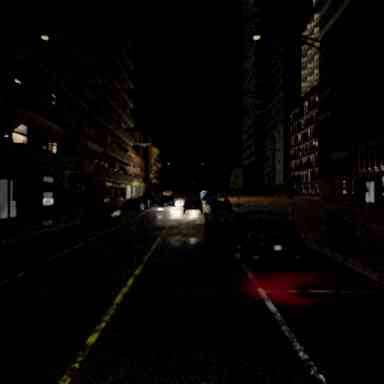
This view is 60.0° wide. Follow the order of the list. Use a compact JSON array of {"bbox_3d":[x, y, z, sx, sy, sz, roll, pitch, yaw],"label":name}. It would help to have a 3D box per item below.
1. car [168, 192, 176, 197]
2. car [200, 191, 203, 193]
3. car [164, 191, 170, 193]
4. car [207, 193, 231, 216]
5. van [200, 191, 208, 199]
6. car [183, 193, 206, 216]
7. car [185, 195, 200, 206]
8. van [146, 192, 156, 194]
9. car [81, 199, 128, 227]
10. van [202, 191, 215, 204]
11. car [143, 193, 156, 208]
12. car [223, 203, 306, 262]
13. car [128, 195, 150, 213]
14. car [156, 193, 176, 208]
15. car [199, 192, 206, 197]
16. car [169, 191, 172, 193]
[{"bbox_3d":[-5.507,0.684,93.550,1.887,1.381,4.507,1,1,0],"label":"car"},{"bbox_3d":[2.812,1.025,60.117,1.802,1.307,4.206,1,1,0],"label":"car"},{"bbox_3d":[-5.568,0.992,60.133,2.008,1.369,4.403,1,1,0],"label":"car"},{"bbox_3d":[2.762,1.139,32.269,1.967,1.590,4.097,1,1,0],"label":"car"},{"bbox_3d":[2.846,0.633,76.824,1.690,1.788,3.998,1,1,0],"label":"van"},{"bbox_3d":[0.106,1.167,33.204,1.882,1.535,5.008,0,1,1],"label":"car"},{"bbox_3d":[0.114,1.176,45.608,1.895,1.301,4.718,0,1,1],"label":"car"},{"bbox_3d":[-5.596,0.935,43.424,1.690,1.788,3.998,1,1,0],"label":"van"},{"bbox_3d":[-5.640,1.344,21.147,1.887,1.381,4.507,1,1,0],"label":"car"},{"bbox_3d":[2.795,0.887,48.977,1.690,1.788,3.998,1,1,0],"label":"van"},{"bbox_3d":[-5.609,1.196,37.856,2.008,1.369,4.403,1,1,0],"label":"car"},{"bbox_3d":[2.382,1.368,11.676,1.882,1.535,5.008,0,1,0],"label":"car"},{"bbox_3d":[-5.620,1.262,32.287,1.947,1.339,4.313,1,1,0],"label":"car"},{"bbox_3d":[-3.007,1.147,40.492,1.812,1.442,4.674,0,1,0],"label":"car"},{"bbox_3d":[2.874,0.666,93.703,1.752,1.417,4.829,1,1,0],"label":"car"},{"bbox_3d":[-5.558,0.917,65.533,1.752,1.417,4.829,1,1,0],"label":"car"}]
